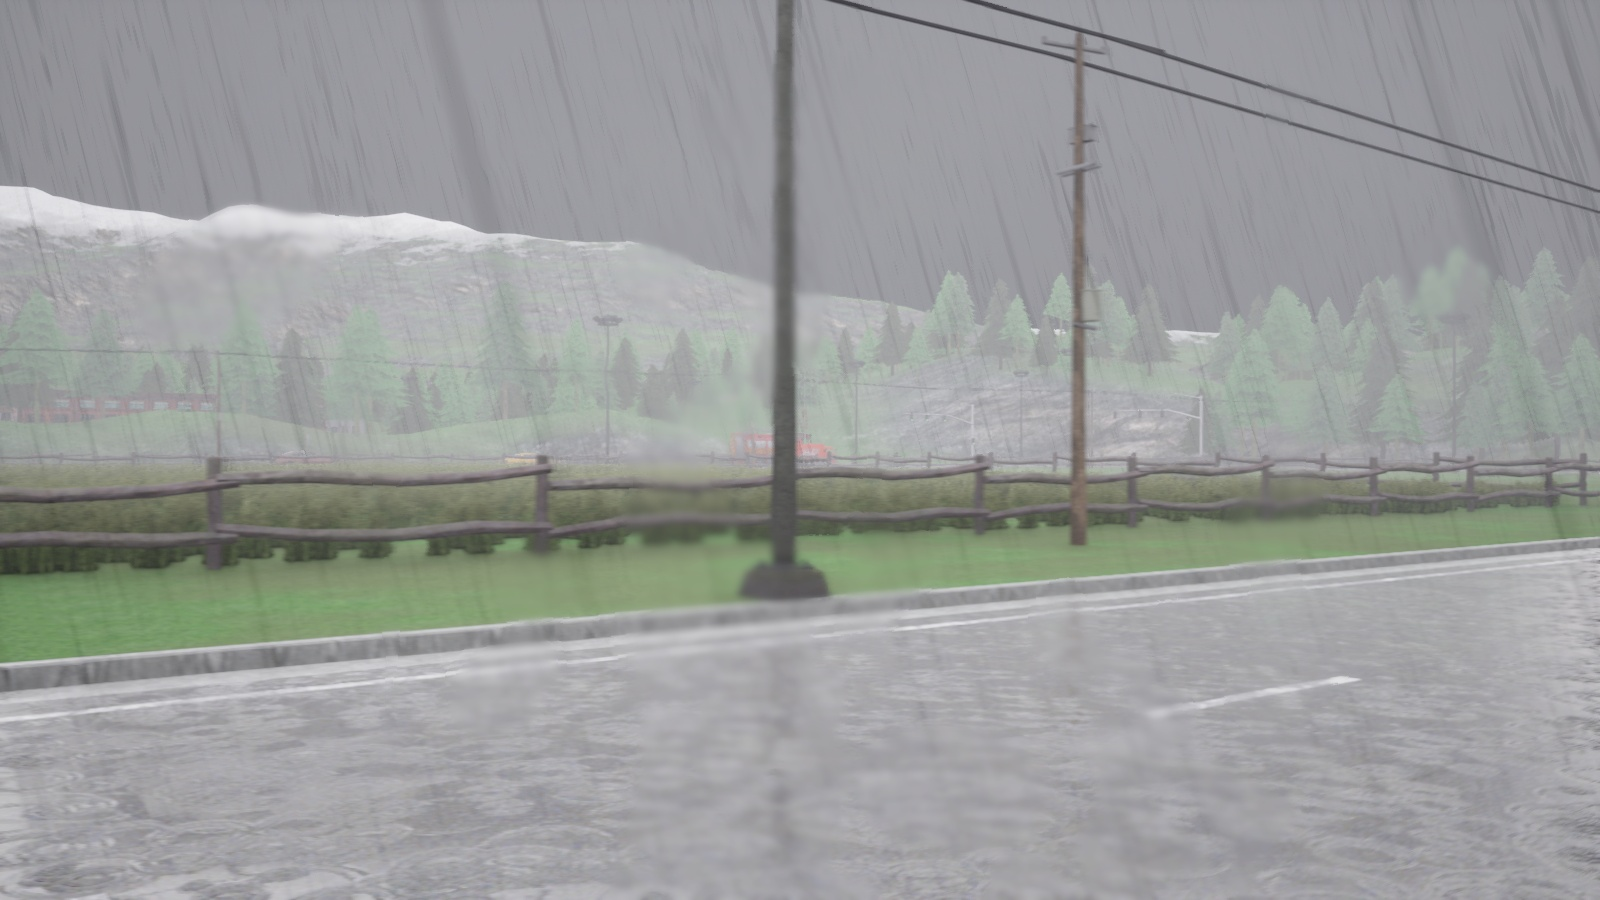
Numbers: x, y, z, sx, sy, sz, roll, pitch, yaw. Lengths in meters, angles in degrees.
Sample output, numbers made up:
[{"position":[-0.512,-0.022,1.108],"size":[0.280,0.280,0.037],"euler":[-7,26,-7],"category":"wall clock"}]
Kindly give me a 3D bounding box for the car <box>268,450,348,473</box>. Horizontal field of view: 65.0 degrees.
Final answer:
[{"position":[-36.040,0.826,92.036],"size":[5.027,1.651,2.152],"euler":[0,0,-35],"category":"car"}]
